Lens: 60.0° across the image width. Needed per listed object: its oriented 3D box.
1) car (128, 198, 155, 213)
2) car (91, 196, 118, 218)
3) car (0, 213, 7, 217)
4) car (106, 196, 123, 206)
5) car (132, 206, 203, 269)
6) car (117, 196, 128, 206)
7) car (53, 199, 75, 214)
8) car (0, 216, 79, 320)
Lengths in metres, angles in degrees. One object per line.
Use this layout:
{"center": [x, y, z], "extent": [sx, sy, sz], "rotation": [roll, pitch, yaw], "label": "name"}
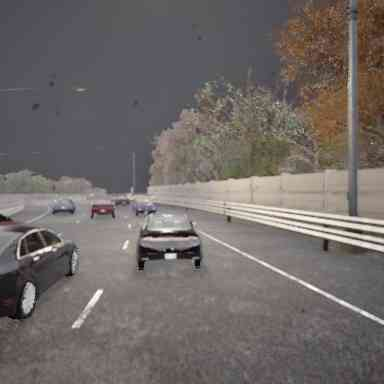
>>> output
{"center": [-4.389, 1.425, 30.069], "extent": [1.895, 1.301, 4.718], "rotation": [0, 0, -16], "label": "car"}
{"center": [-7.728, 1.322, 28.842], "extent": [1.882, 1.535, 5.008], "rotation": [0, 0, -15], "label": "car"}
{"center": [-7.901, 1.474, 12.664], "extent": [1.812, 1.442, 4.674], "rotation": [0, 0, -7], "label": "car"}
{"center": [-11.685, 1.327, 49.878], "extent": [1.895, 1.301, 4.718], "rotation": [0, 0, -21], "label": "car"}
{"center": [-0.799, 1.423, 10.945], "extent": [2.128, 1.511, 4.902], "rotation": [0, 0, -6], "label": "car"}
{"center": [-9.391, 1.233, 43.993], "extent": [1.882, 1.535, 5.008], "rotation": [0, 0, -21], "label": "car"}
{"center": [-12.674, 1.401, 33.066], "extent": [1.994, 1.385, 4.181], "rotation": [0, 0, -18], "label": "car"}
{"center": [-3.859, 1.473, 7.148], "extent": [1.837, 1.490, 4.892], "rotation": [0, 0, -4], "label": "car"}
